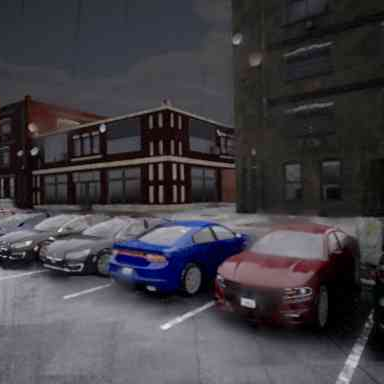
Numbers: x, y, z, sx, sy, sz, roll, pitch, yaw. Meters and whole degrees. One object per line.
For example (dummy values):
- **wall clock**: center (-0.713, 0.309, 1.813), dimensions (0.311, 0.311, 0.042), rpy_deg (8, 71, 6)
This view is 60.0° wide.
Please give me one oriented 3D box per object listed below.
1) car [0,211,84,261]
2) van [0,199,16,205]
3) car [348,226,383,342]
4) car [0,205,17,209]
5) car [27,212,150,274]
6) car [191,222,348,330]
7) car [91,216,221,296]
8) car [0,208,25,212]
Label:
- **car**: center (-4.382, 1.513, 12.108), dimensions (2.231, 1.521, 4.892), rpy_deg (0, 0, 36)
- **van**: center (-10.946, 1.348, 16.937), dimensions (1.878, 1.987, 4.442), rpy_deg (-1, 0, 36)
- **car**: center (4.597, 1.228, 5.711), dimensions (2.435, 2.045, 5.566), rpy_deg (0, 0, 36)
- **car**: center (-8.865, 1.551, 15.314), dimensions (2.097, 1.535, 5.008), rpy_deg (-1, 0, 36)
- **car**: center (-2.141, 1.500, 10.503), dimensions (2.231, 1.521, 4.892), rpy_deg (0, 0, 36)
- **car**: center (2.341, 1.482, 7.295), dimensions (2.097, 1.535, 5.008), rpy_deg (0, 0, 36)
- **car**: center (0.094, 1.488, 8.891), dimensions (2.097, 1.535, 5.008), rpy_deg (0, 0, 36)
- **car**: center (-6.645, 1.559, 13.682), dimensions (2.163, 1.488, 4.792), rpy_deg (0, 0, 36)
